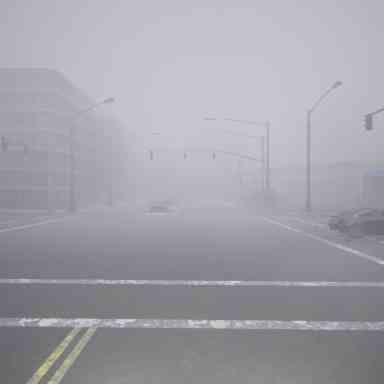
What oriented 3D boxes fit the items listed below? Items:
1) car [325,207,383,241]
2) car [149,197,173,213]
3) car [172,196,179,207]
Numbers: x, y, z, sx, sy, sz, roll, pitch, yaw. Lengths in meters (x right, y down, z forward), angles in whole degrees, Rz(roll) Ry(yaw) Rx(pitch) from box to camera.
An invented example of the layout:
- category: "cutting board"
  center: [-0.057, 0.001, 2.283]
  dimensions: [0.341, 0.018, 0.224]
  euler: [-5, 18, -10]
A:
- category: "car"
  center: [9.014, 1.486, 15.926]
  dimensions: [4.902, 1.511, 2.128]
  euler: [0, 0, 6]
- category: "car"
  center: [-3.574, 1.547, 37.427]
  dimensions: [2.033, 1.411, 5.357]
  euler: [0, 0, 0]
- category: "car"
  center: [-3.559, 1.565, 51.483]
  dimensions: [1.994, 1.385, 4.181]
  euler: [0, 0, 0]
